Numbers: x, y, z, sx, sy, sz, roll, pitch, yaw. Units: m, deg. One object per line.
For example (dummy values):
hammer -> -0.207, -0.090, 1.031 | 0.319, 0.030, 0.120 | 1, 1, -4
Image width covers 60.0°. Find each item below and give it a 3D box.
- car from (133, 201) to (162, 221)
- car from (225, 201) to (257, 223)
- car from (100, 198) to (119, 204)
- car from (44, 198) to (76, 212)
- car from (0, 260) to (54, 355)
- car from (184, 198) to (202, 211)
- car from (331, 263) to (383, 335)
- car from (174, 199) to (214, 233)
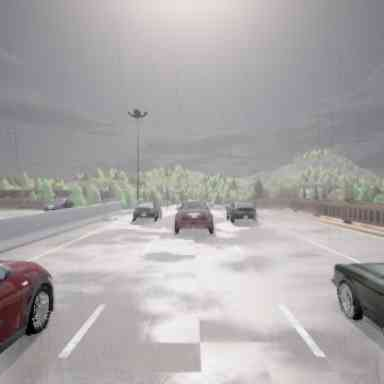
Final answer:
car -> -3.397, 1.424, 25.692 | 1.812, 1.442, 4.674 | 0, 0, 0
car -> 3.615, 1.409, 24.759 | 1.837, 1.490, 4.892 | 0, 0, 0
car -> -10.480, 1.548, 42.835 | 2.128, 1.511, 4.902 | 0, -2, 0
car -> -14.006, 1.370, 35.475 | 2.128, 1.511, 4.902 | 0, -1, 1
car -> -3.384, 1.335, 3.816 | 2.097, 1.767, 4.553 | 0, 0, 0
car -> 0.125, 1.527, 40.626 | 2.033, 1.411, 5.357 | 0, -2, 0
car -> 3.605, 1.585, 4.286 | 1.895, 1.301, 4.718 | 0, 0, 0
car -> 0.111, 1.276, 19.347 | 2.097, 1.767, 4.553 | 0, 0, 0
